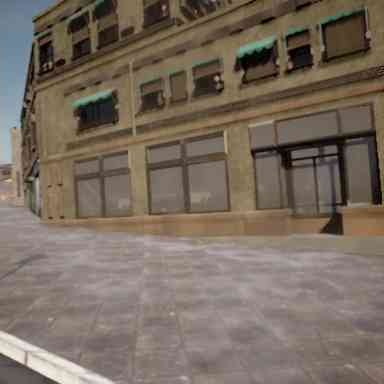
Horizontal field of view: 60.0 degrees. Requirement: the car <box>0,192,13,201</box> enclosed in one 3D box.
[{"bbox_3d":[-35.920,0.872,64.570,2.097,1.767,4.553,-4,0,8],"label":"car"}]
